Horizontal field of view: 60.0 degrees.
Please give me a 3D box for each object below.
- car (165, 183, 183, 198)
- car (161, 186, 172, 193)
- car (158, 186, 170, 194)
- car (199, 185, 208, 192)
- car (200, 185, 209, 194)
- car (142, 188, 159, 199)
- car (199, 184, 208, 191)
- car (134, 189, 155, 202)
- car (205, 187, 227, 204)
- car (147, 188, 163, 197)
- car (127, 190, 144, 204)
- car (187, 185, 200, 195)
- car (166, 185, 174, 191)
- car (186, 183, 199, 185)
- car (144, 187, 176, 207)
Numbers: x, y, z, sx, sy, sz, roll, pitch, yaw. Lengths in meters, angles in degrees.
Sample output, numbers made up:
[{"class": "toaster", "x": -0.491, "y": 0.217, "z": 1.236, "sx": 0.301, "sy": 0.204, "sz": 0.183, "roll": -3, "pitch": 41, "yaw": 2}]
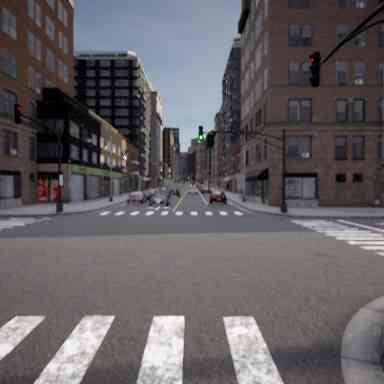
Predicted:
[{"class": "car", "x": -2.950, "y": -0.245, "z": 51.295, "sx": 2.150, "sy": 2.045, "sz": 5.566, "roll": 0, "pitch": 1, "yaw": 1}, {"class": "car", "x": -5.713, "y": -0.574, "z": 74.672, "sx": 1.947, "sy": 1.339, "sz": 4.313, "roll": 1, "pitch": 2, "yaw": 0}, {"class": "car", "x": -5.728, "y": -0.427, "z": 69.088, "sx": 2.008, "sy": 1.369, "sz": 4.403, "roll": 1, "pitch": 2, "yaw": 0}, {"class": "car", "x": 2.838, "y": -0.861, "z": 80.231, "sx": 1.967, "sy": 1.590, "sz": 4.097, "roll": 1, "pitch": 2, "yaw": 0}, {"class": "car", "x": 2.797, "y": -0.235, "z": 63.485, "sx": 1.802, "sy": 1.307, "sz": 4.206, "roll": 1, "pitch": 2, "yaw": 0}, {"class": "car", "x": -5.786, "y": 0.192, "z": 46.583, "sx": 1.752, "sy": 1.417, "sz": 4.829, "roll": 1, "pitch": 2, "yaw": 0}, {"class": "car", "x": 2.852, "y": -1.148, "z": 85.811, "sx": 2.192, "sy": 1.841, "sz": 5.009, "roll": 1, "pitch": 2, "yaw": 0}, {"class": "car", "x": -5.800, "y": 0.385, "z": 41.170, "sx": 1.947, "sy": 1.339, "sz": 4.313, "roll": 1, "pitch": 2, "yaw": 0}, {"class": "car", "x": 2.731, "y": 0.522, "z": 35.567, "sx": 1.887, "sy": 1.381, "sz": 4.507, "roll": 1, "pitch": 2, "yaw": 0}, {"class": "car", "x": -5.771, "y": 0.053, "z": 52.337, "sx": 2.008, "sy": 1.369, "sz": 4.403, "roll": 1, "pitch": 2, "yaw": 0}, {"class": "car", "x": -5.815, "y": 0.560, "z": 35.587, "sx": 1.802, "sy": 1.307, "sz": 4.206, "roll": 1, "pitch": 2, "yaw": 0}, {"class": "car", "x": 0.118, "y": -0.183, "z": 62.353, "sx": 1.895, "sy": 1.301, "sz": 4.718, "roll": 0, "pitch": 2, "yaw": 0}, {"class": "car", "x": -5.684, "y": -0.933, "z": 85.667, "sx": 1.752, "sy": 1.417, "sz": 4.829, "roll": 1, "pitch": 2, "yaw": 0}, {"class": "car", "x": 0.142, "y": -0.687, "z": 72.319, "sx": 1.994, "sy": 1.385, "sz": 4.181, "roll": 0, "pitch": 2, "yaw": 0}, {"class": "car", "x": -3.043, "y": 0.560, "z": 32.372, "sx": 2.128, "sy": 1.511, "sz": 4.902, "roll": 0, "pitch": 2, "yaw": 0}]
